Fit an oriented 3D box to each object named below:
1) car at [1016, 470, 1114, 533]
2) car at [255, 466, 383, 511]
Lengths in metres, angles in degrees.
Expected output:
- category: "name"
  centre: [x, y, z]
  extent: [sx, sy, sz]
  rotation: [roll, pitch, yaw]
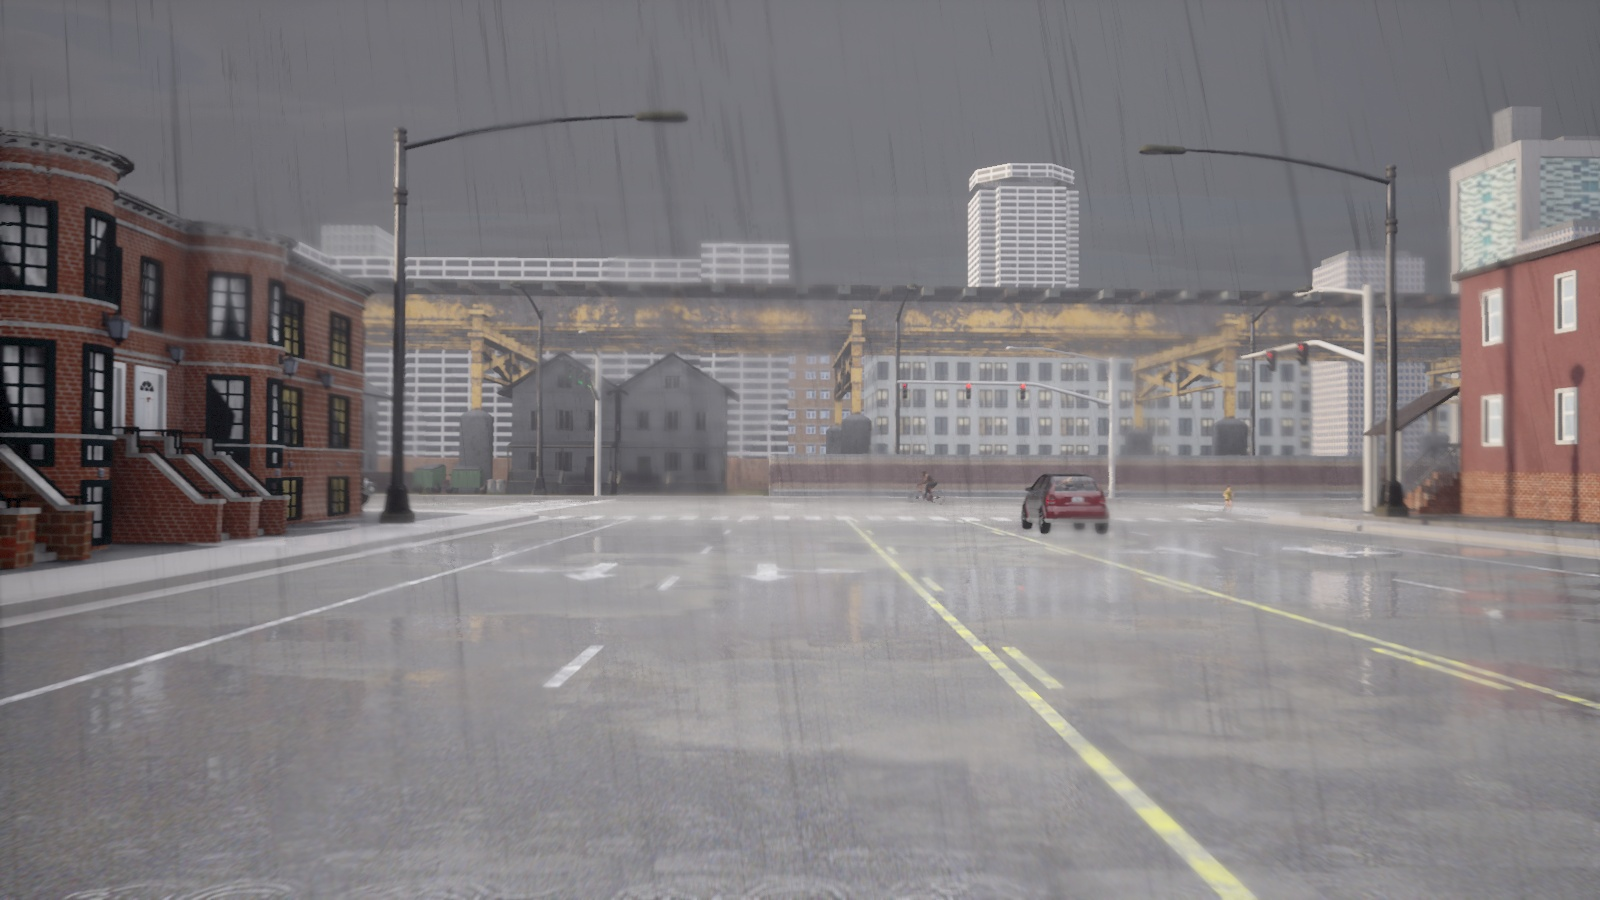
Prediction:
- category: "car"
  centre: [6.919, 1.319, 33.087]
  extent: [1.789, 1.549, 3.705]
  rotation: [0, -1, 0]
- category: "car"
  centre: [-20.037, 1.589, 52.444]
  extent: [4.605, 1.855, 1.932]
  rotation: [0, -1, 0]
